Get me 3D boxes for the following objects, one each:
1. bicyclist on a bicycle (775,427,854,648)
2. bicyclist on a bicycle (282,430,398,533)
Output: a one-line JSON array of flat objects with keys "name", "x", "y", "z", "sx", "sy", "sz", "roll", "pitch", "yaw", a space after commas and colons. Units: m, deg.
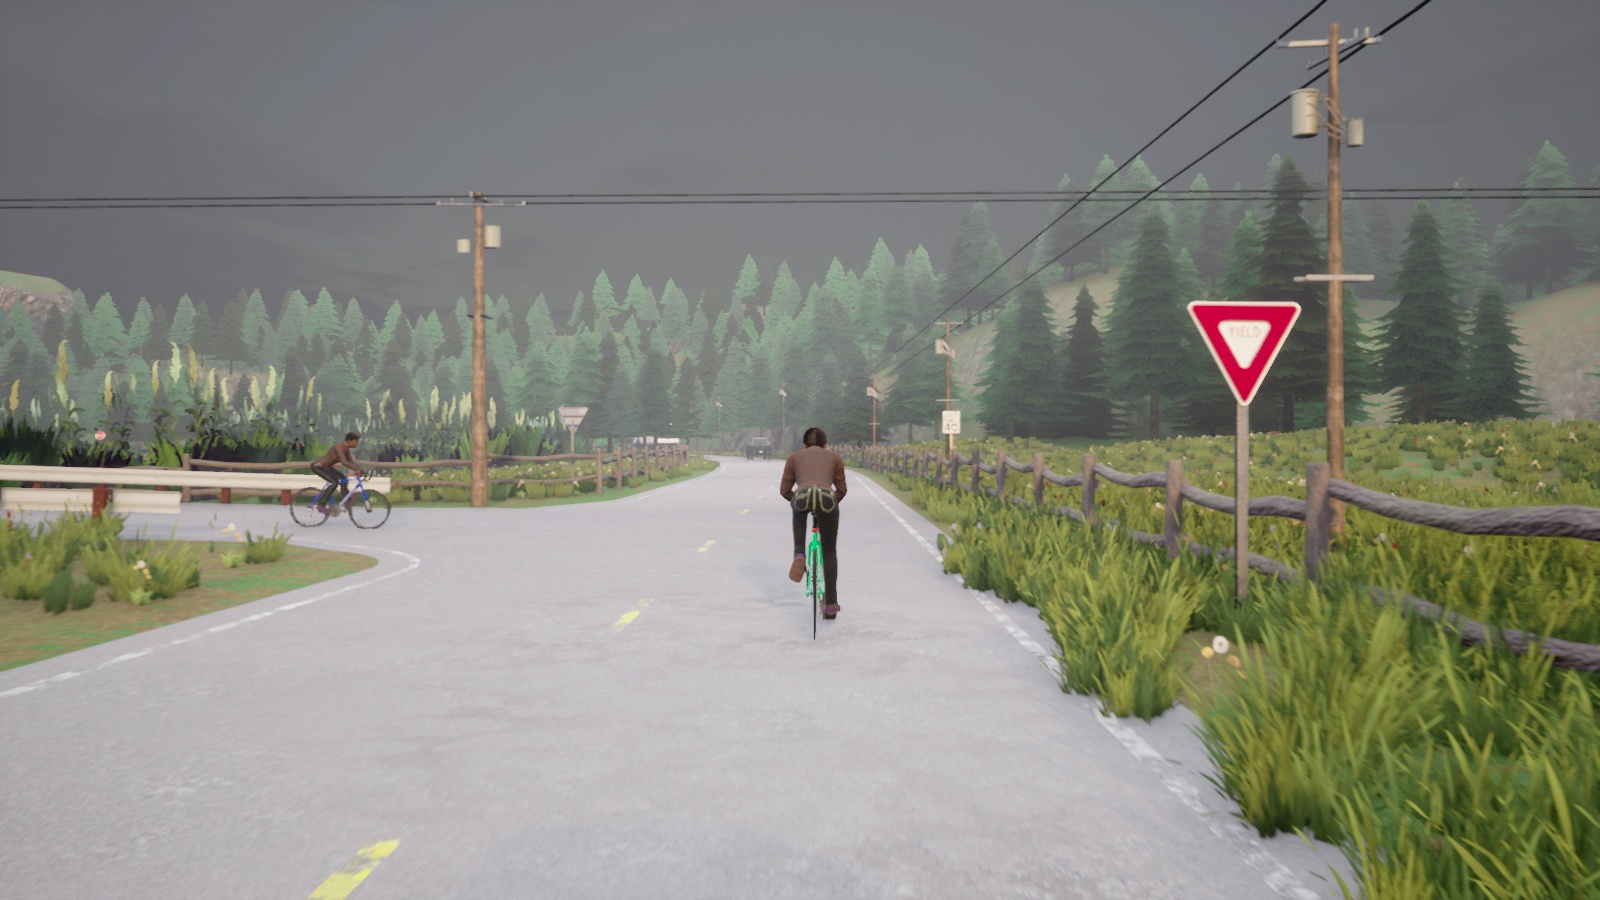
[{"name": "bicyclist on a bicycle", "x": 0.120, "y": 0.643, "z": 10.050, "sx": 0.582, "sy": 1.620, "sz": 1.656, "roll": 0, "pitch": 0, "yaw": 1}, {"name": "bicyclist on a bicycle", "x": -7.629, "y": 0.512, "z": 20.863, "sx": 1.656, "sy": 1.620, "sz": 0.582, "roll": 3, "pitch": 0, "yaw": -3}]
